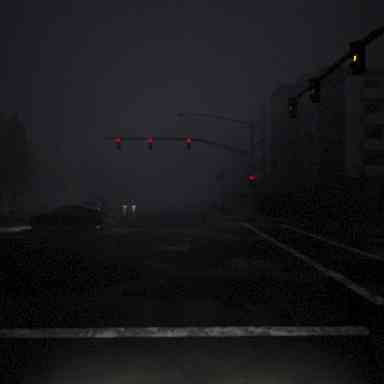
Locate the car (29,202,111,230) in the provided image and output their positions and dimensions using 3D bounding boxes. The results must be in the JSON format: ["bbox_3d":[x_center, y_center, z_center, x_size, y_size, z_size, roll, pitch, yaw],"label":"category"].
[{"bbox_3d":[-7.549,1.524,20.562,4.674,1.442,1.812,0,0,0],"label":"car"}]

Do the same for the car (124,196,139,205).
[{"bbox_3d":[-10.456,1.505,57.545,1.837,1.490,4.892,0,0,0],"label":"car"}]

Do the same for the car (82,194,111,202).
[{"bbox_3d":[-10.565,1.215,36.916,2.150,2.045,5.566,0,1,0],"label":"car"}]
